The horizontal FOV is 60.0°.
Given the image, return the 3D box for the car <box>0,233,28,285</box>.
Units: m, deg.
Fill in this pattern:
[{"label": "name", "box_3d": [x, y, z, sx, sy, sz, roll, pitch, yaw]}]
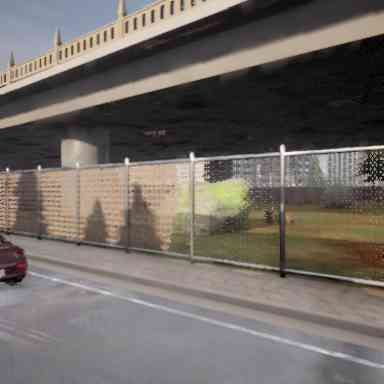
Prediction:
[{"label": "car", "box_3d": [-5.847, 1.515, 8.157, 4.674, 1.442, 1.812, 0, 0, 36]}]
